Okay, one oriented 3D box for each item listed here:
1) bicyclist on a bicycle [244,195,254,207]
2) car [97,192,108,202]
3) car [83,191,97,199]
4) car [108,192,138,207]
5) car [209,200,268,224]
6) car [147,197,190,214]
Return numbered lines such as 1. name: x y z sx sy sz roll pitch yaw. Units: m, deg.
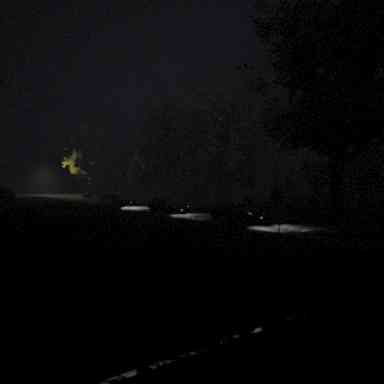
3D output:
1. bicyclist on a bicycle: 5.026 1.078 30.122 1.656 1.620 0.582 0 1 -33
2. car: -12.727 0.662 51.888 1.882 1.535 5.008 0 1 -33
3. car: -18.354 0.507 60.524 2.128 1.511 4.902 0 1 -33
4. car: -7.928 0.976 39.112 1.994 1.385 4.181 0 1 -32
5. car: 2.984 1.257 22.294 1.812 1.442 4.674 0 1 -33
6. car: -2.301 1.125 30.432 2.033 1.411 5.357 0 1 -33
